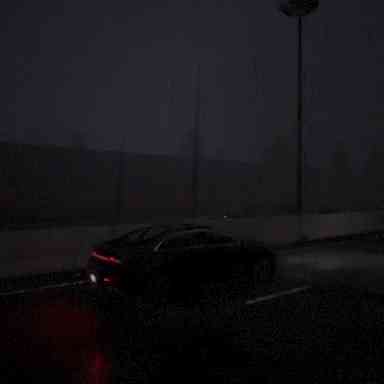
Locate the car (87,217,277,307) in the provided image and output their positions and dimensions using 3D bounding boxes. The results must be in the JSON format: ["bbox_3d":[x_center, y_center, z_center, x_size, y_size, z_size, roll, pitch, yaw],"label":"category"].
[{"bbox_3d":[0.003,1.519,8.063,4.902,1.511,2.128,0,0,-35],"label":"car"}]

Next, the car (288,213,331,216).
[{"bbox_3d":[8.650,1.642,23.061,4.674,1.442,1.812,0,0,-35],"label":"car"}]

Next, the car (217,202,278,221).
[{"bbox_3d":[4.931,1.667,29.008,5.357,1.411,2.033,0,0,-35],"label":"car"}]
